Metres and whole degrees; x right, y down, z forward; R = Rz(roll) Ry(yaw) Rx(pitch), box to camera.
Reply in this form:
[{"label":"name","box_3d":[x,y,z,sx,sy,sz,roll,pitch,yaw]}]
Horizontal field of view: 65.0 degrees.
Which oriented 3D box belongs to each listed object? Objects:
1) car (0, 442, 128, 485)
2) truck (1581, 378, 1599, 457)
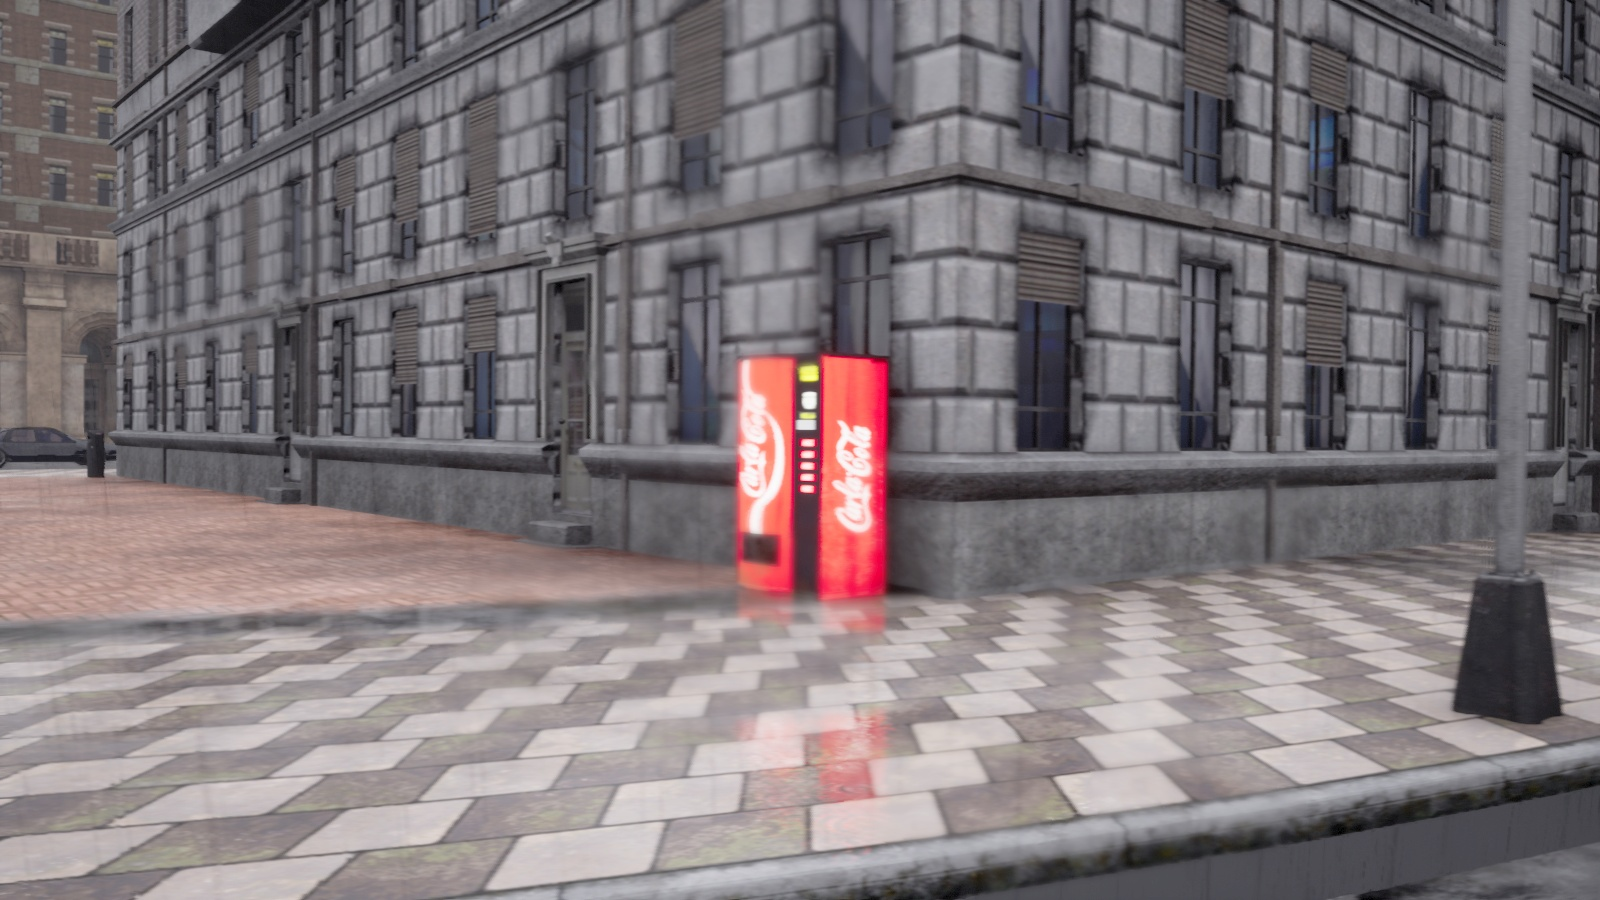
[{"label":"car","box_3d":[-26.873,0.471,44.166,5.357,1.411,2.033,-1,1,-41]},{"label":"truck","box_3d":[38.170,-1.426,53.390,2.891,3.462,7.936,-1,1,-40]}]
